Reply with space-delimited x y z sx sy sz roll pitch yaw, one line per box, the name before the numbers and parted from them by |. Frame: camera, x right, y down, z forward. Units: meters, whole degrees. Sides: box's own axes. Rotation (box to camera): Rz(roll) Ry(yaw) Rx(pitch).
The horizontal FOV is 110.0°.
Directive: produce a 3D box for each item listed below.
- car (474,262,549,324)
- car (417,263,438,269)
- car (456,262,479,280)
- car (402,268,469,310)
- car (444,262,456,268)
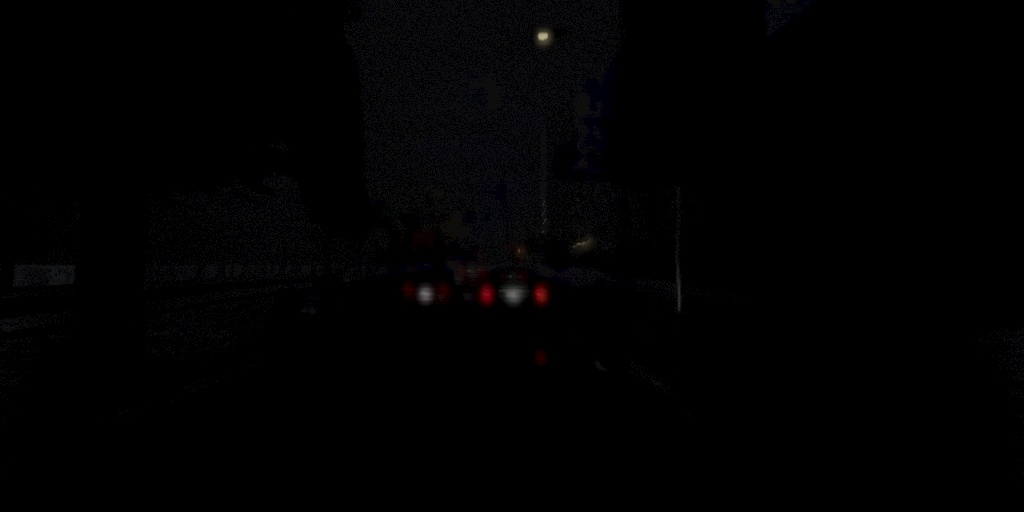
car | 0.070 1.169 12.457 2.097 1.767 4.553 0 0 1
car | -9.869 1.547 41.912 1.812 1.442 4.674 0 0 0
car | -3.184 1.290 30.566 2.097 1.767 4.553 0 0 0
car | -3.175 1.398 15.204 1.994 1.385 4.181 0 0 0
car | -6.619 1.493 41.144 1.882 1.535 5.008 0 0 0
